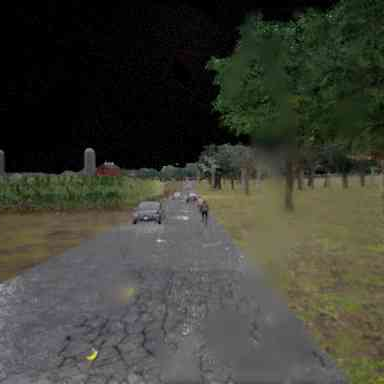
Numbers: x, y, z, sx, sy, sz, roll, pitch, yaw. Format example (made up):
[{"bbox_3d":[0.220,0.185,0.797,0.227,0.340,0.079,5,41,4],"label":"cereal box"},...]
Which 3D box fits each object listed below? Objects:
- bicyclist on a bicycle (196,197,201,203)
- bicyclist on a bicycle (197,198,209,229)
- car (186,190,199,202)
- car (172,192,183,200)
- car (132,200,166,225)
[{"bbox_3d":[0.724,1.209,30.276,0.866,1.612,1.509,0,1,0],"label":"bicyclist on a bicycle"},{"bbox_3d":[0.754,1.331,19.484,0.582,1.620,1.656,0,0,0],"label":"bicyclist on a bicycle"},{"bbox_3d":[0.084,0.936,56.634,1.812,1.442,4.674,0,1,0],"label":"car"},{"bbox_3d":[-2.781,0.776,63.591,1.812,1.442,4.674,0,1,1],"label":"car"},{"bbox_3d":[-2.850,1.350,22.860,1.837,1.490,4.892,0,1,0],"label":"car"}]
